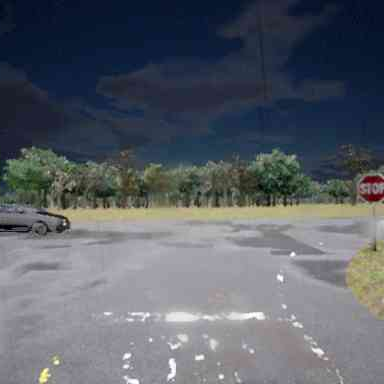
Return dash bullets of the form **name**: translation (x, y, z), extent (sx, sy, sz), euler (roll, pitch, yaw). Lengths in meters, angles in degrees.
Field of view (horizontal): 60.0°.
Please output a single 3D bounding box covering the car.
- **car**: translation (-7.942, 1.260, 15.539), extent (4.181, 1.385, 1.994), euler (2, -1, 0)
